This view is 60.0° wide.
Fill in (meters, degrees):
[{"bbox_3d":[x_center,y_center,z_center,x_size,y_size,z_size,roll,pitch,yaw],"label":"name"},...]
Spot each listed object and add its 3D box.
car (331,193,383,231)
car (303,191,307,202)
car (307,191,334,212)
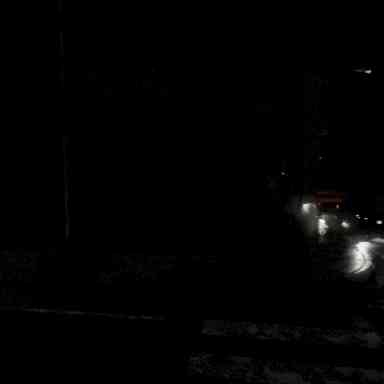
[{"bbox_3d":[8.514,0.995,16.541,1.837,1.490,4.892,-1,1,13],"label":"car"},{"bbox_3d":[13.073,0.543,37.276,1.994,1.385,4.181,-1,1,13],"label":"car"},{"bbox_3d":[10.719,0.716,26.572,1.882,1.535,5.008,-1,1,13],"label":"car"}]
